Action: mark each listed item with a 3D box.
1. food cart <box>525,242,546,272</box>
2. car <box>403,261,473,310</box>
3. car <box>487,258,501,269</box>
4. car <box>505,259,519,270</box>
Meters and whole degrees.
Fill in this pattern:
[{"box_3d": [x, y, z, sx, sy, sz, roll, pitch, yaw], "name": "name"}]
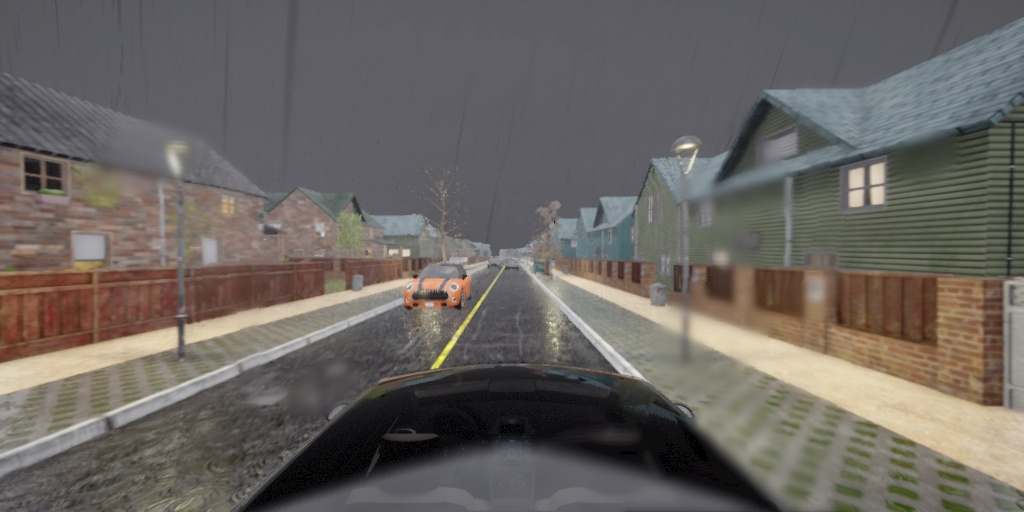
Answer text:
[{"box_3d": [3.013, 0.194, 41.308, 2.280, 3.560, 4.660, 0, 0, 0], "name": "food cart"}, {"box_3d": [-2.847, 1.096, 14.659, 2.097, 1.767, 4.553, 0, 0, 0], "name": "car"}, {"box_3d": [-2.801, 1.074, 56.546, 2.097, 1.767, 4.553, 0, 0, 1], "name": "car"}, {"box_3d": [0.017, 1.289, 51.244, 1.994, 1.385, 4.181, 0, 0, 0], "name": "car"}]
